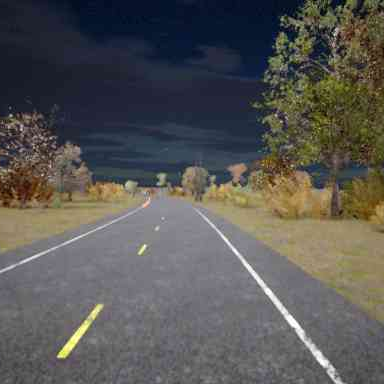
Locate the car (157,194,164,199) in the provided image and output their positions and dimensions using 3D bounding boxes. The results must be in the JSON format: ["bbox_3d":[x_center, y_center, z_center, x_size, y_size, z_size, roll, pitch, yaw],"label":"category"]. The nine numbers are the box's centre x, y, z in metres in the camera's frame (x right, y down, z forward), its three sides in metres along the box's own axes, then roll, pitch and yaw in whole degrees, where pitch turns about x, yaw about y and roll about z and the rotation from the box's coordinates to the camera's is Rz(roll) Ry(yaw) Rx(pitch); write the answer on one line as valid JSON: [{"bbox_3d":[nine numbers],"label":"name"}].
[{"bbox_3d":[-9.141,1.221,95.099,2.128,1.511,4.902,0,0,-9],"label":"car"}]

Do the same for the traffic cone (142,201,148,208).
[{"bbox_3d":[-6.597,1.821,45.443,0.340,0.580,0.340,0,0,-4],"label":"traffic cone"}]
